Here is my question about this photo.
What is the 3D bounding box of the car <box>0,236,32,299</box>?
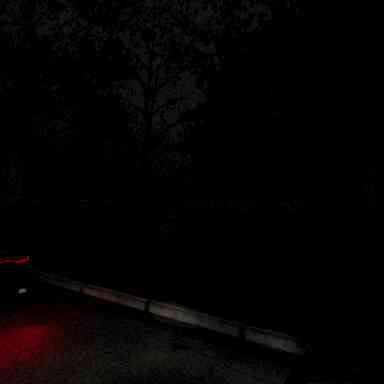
[{"bbox_3d":[-5.563,1.488,7.395,5.008,1.535,1.882,0,0,36],"label":"car"}]

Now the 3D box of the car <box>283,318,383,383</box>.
[{"bbox_3d":[2.622,1.351,1.494,4.553,1.767,2.097,0,0,36],"label":"car"}]
